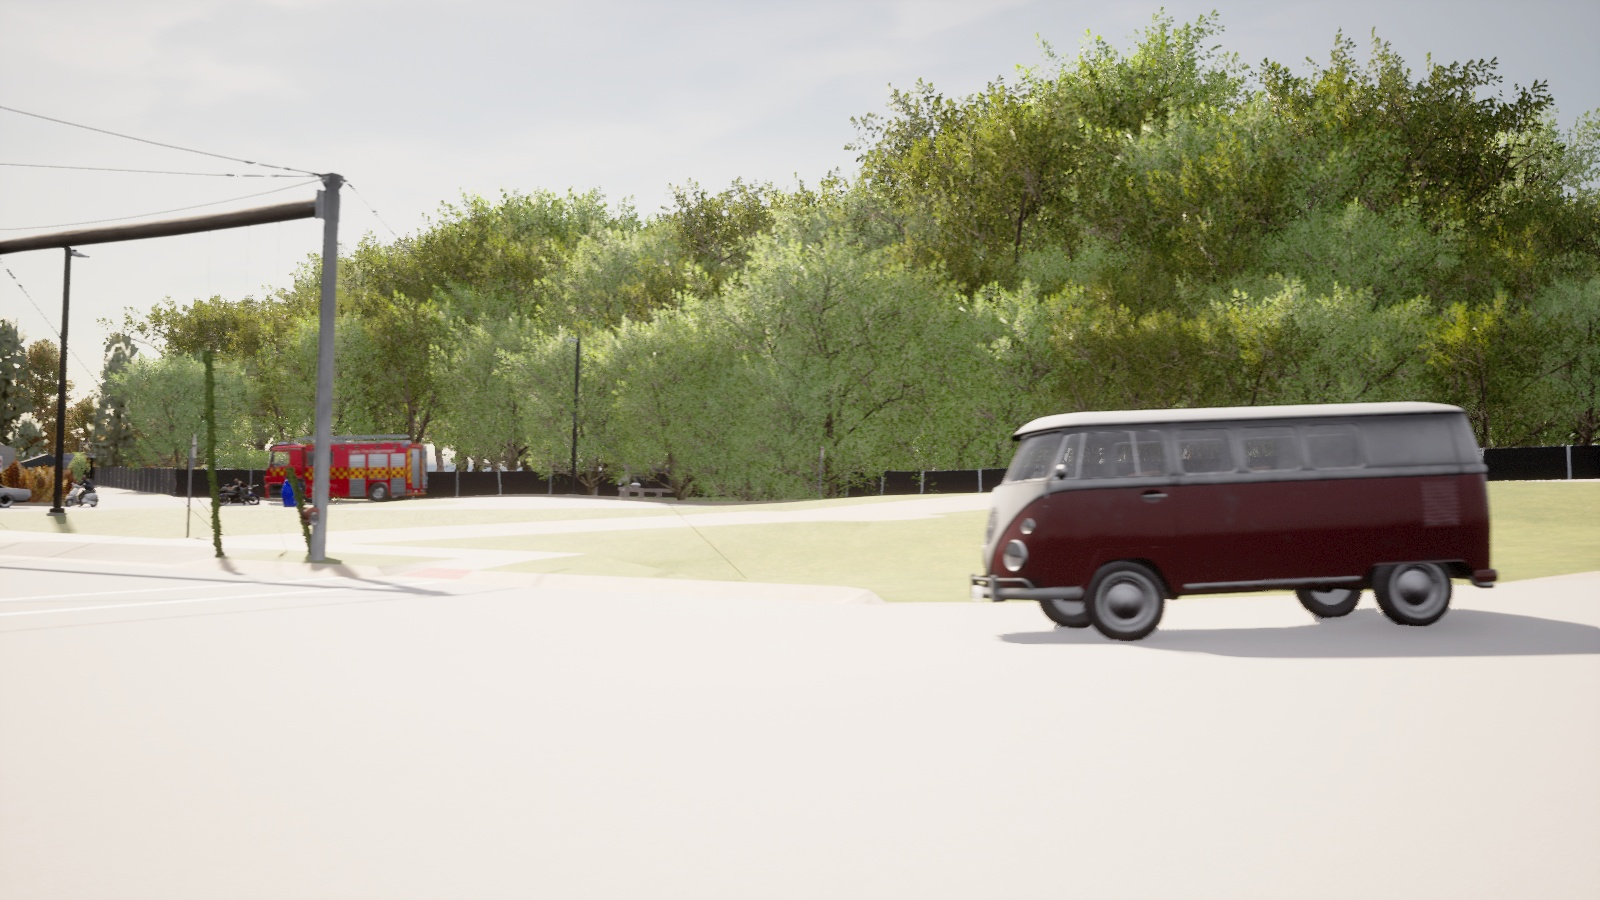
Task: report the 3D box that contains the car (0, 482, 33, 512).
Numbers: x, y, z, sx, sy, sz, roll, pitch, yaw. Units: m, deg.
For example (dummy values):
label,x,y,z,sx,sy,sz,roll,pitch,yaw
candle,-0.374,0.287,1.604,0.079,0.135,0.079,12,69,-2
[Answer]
label,x,y,z,sx,sy,sz,roll,pitch,yaw
car,-36.665,2.057,55.168,4.718,1.301,1.895,2,-2,-45

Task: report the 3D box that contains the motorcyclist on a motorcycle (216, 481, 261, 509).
label,x,y,z,sx,sy,sz,roll,pitch,yaw
motorcyclist on a motorcycle,-31.086,2.497,69.523,2.191,1.530,0.866,0,-1,-30

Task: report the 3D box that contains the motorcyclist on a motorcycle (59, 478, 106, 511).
label,x,y,z,sx,sy,sz,roll,pitch,yaw
motorcyclist on a motorcycle,-36.047,2.239,63.102,0.866,1.590,1.817,0,-2,24

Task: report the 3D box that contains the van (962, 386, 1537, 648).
label,x,y,z,sx,sy,sz,roll,pitch,yaw
van,3.893,0.599,11.363,4.442,1.987,1.775,-2,-4,-5

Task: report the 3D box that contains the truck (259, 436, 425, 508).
label,x,y,z,sx,sy,sz,roll,pitch,yaw
truck,-26.131,1.266,71.846,8.468,3.827,2.891,-1,-1,5
